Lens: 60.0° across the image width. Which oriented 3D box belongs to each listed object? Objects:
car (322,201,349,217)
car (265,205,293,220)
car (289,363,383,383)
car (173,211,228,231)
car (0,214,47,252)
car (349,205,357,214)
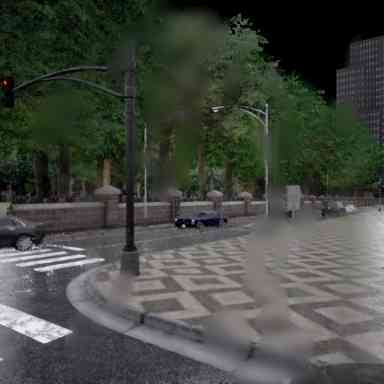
[{"bbox_3d":[19.141,2.238,44.824,2.150,2.045,5.566,0,-1,35],"label":"car"},{"bbox_3d":[9.766,2.250,37.120,1.882,1.535,5.008,0,-1,36],"label":"car"},{"bbox_3d":[2.373,1.551,1.264,4.403,1.369,2.008,0,0,36],"label":"car"},{"bbox_3d":[0.733,2.046,24.416,1.895,1.301,4.718,0,-1,36],"label":"car"},{"bbox_3d":[-8.413,1.650,13.195,4.892,1.490,1.837,2,-1,-42],"label":"car"},{"bbox_3d":[25.281,2.771,53.478,1.812,1.442,4.674,0,-1,35],"label":"car"}]
